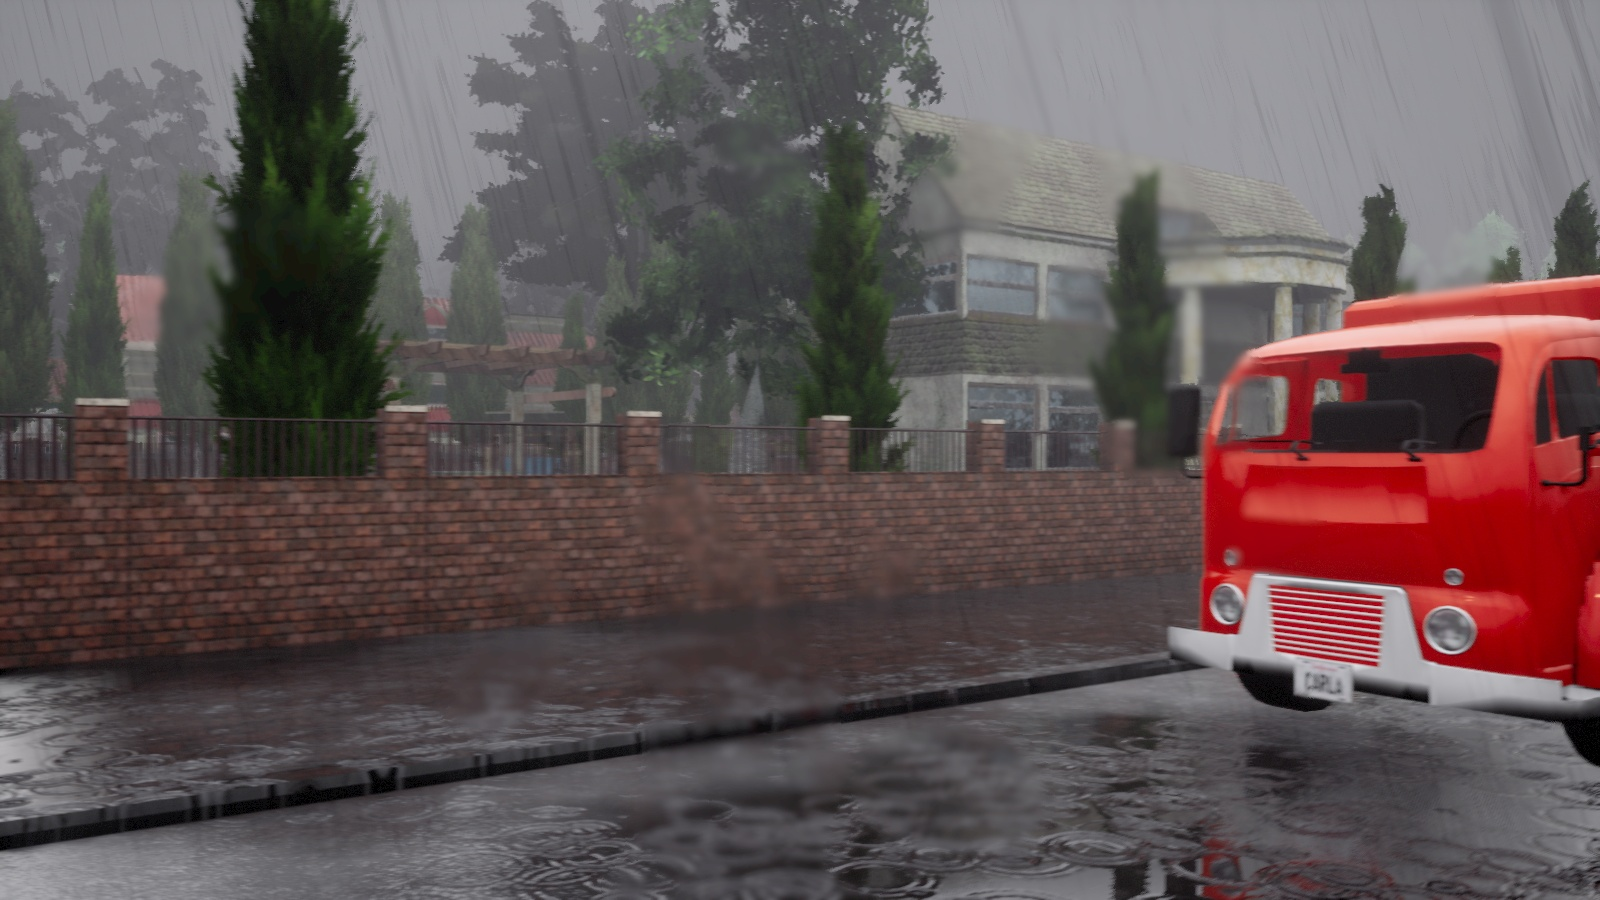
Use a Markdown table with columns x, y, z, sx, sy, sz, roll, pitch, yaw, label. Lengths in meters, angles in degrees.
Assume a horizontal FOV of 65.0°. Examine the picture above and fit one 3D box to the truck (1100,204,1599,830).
| x | y | z | sx | sy | sz | roll | pitch | yaw | label |
| --- | --- | --- | --- | --- | --- | --- | --- | --- | --- |
| 4.573 | 0.267 | 7.452 | 5.204 | 2.467 | 2.627 | 0 | 0 | -35 | truck |
